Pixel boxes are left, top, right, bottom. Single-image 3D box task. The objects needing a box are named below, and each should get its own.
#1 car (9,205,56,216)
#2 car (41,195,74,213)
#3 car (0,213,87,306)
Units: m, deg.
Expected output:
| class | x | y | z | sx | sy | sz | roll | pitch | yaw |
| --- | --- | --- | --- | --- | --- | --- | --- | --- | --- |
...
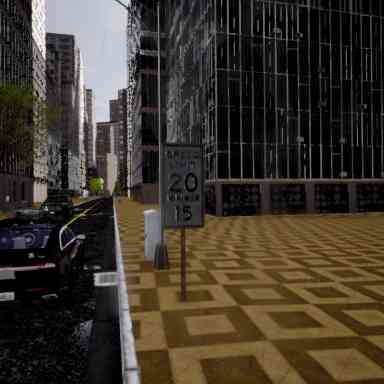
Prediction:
| class | x | y | z | sx | sy | sz | roll | pitch | yaw |
| --- | --- | --- | --- | --- | --- | --- | --- | --- | --- |
| car | -9.044 | 1.636 | 18.226 | 1.895 | 1.301 | 4.718 | -1 | 0 | -13 |
| car | -11.488 | 1.267 | 28.524 | 2.150 | 2.045 | 5.566 | -1 | 0 | -13 |
| car | -3.630 | 1.496 | 7.794 | 2.128 | 1.511 | 4.902 | -1 | 0 | -13 |
